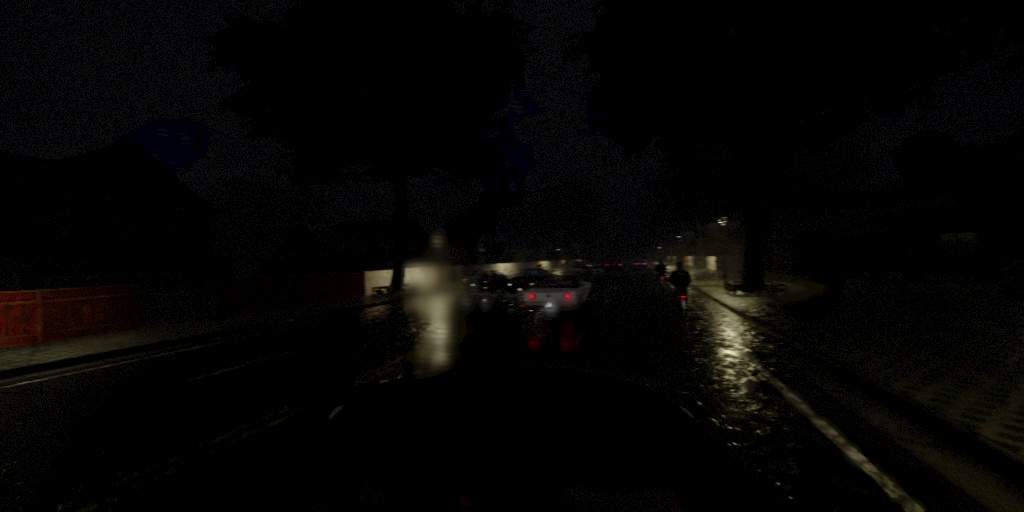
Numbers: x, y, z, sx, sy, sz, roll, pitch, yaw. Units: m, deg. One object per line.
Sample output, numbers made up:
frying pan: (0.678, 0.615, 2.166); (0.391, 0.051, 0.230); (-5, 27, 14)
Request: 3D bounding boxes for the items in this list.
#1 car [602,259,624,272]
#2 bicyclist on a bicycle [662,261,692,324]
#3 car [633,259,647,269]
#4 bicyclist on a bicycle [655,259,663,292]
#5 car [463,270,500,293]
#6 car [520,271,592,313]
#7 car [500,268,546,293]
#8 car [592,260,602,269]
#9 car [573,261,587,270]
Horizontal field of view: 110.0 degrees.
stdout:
car: (13.487, 1.137, 47.097); (2.097, 1.767, 4.553); (-3, -1, 19)
bicyclist on a bicycle: (4.946, 1.035, 10.538); (0.659, 1.776, 1.843); (-3, 0, 19)
car: (19.469, 1.194, 54.404); (2.033, 1.411, 5.357); (-3, -1, 20)
bicyclist on a bicycle: (7.925, 1.023, 19.031); (0.659, 1.776, 1.843); (-3, 0, 19)
car: (-1.672, 1.658, 24.077); (1.994, 1.385, 4.181); (-3, -1, 19)
car: (2.054, 1.429, 14.475); (1.895, 1.301, 4.718); (-3, -1, 19)
car: (1.314, 1.508, 22.788); (2.033, 1.411, 5.357); (-3, -1, 19)
car: (14.877, 1.411, 61.275); (2.128, 1.511, 4.902); (-3, -1, 20)
car: (11.816, 1.578, 62.353); (1.812, 1.442, 4.674); (-3, -1, 20)
